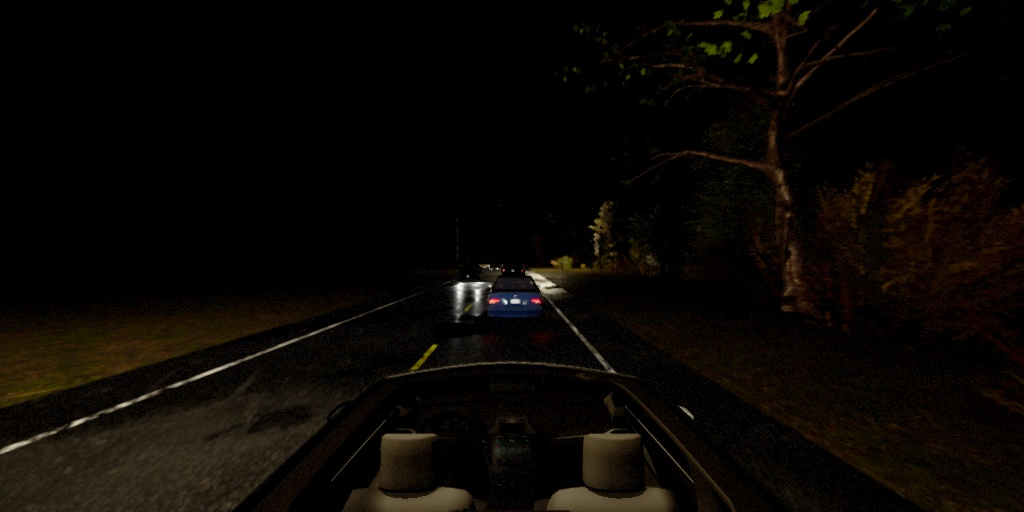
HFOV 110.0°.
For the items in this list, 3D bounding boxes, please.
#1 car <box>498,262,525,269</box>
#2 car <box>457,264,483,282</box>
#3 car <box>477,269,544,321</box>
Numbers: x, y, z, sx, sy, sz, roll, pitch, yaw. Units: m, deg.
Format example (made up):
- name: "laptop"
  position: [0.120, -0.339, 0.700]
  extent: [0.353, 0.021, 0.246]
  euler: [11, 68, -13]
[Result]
- name: "car"
  position: [0.100, 1.291, 32.483]
  extent: [2.097, 1.767, 4.553]
  euler: [0, 0, 0]
- name: "car"
  position: [-3.594, 1.438, 31.591]
  extent: [1.837, 1.490, 4.892]
  euler: [0, 0, 0]
- name: "car"
  position: [0.097, 1.365, 12.791]
  extent: [2.033, 1.411, 5.357]
  euler: [0, 0, 0]
